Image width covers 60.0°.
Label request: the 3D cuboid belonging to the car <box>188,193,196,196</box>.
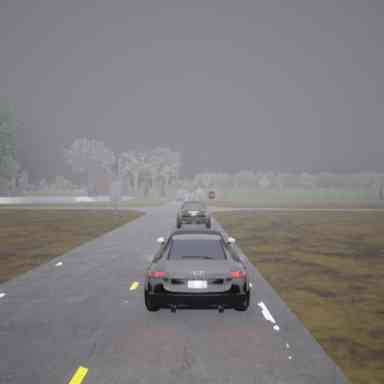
[{"bbox_3d":[-0.024,1.444,90.373,1.994,1.385,4.181,0,0,0],"label":"car"}]

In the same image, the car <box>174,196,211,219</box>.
[{"bbox_3d":[0.095,1.349,22.004,2.097,1.767,4.553,0,0,0],"label":"car"}]

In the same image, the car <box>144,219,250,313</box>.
[{"bbox_3d":[0.098,1.564,7.740,1.994,1.385,4.181,0,0,0],"label":"car"}]

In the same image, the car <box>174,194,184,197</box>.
[{"bbox_3d":[-2.770,1.289,73.619,2.097,1.767,4.553,0,0,0],"label":"car"}]

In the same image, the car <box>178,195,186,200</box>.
[{"bbox_3d":[-2.774,1.456,89.065,1.994,1.385,4.181,0,0,0],"label":"car"}]
